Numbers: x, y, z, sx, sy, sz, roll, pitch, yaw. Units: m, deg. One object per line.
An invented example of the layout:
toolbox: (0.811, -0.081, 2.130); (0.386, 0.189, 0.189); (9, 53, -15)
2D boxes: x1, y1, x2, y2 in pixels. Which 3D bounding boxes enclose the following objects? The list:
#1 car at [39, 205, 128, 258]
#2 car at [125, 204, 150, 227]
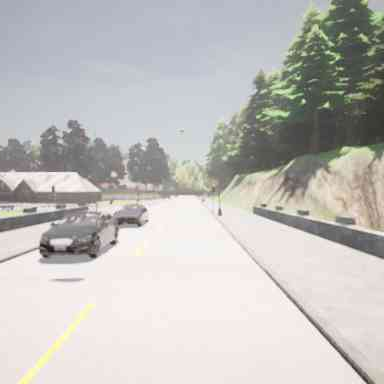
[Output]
car: (-4.118, 1.490, 12.838); (2.128, 1.511, 4.902); (0, 0, 0)
car: (-4.118, 1.542, 23.228); (2.033, 1.411, 5.357); (0, 0, 0)
